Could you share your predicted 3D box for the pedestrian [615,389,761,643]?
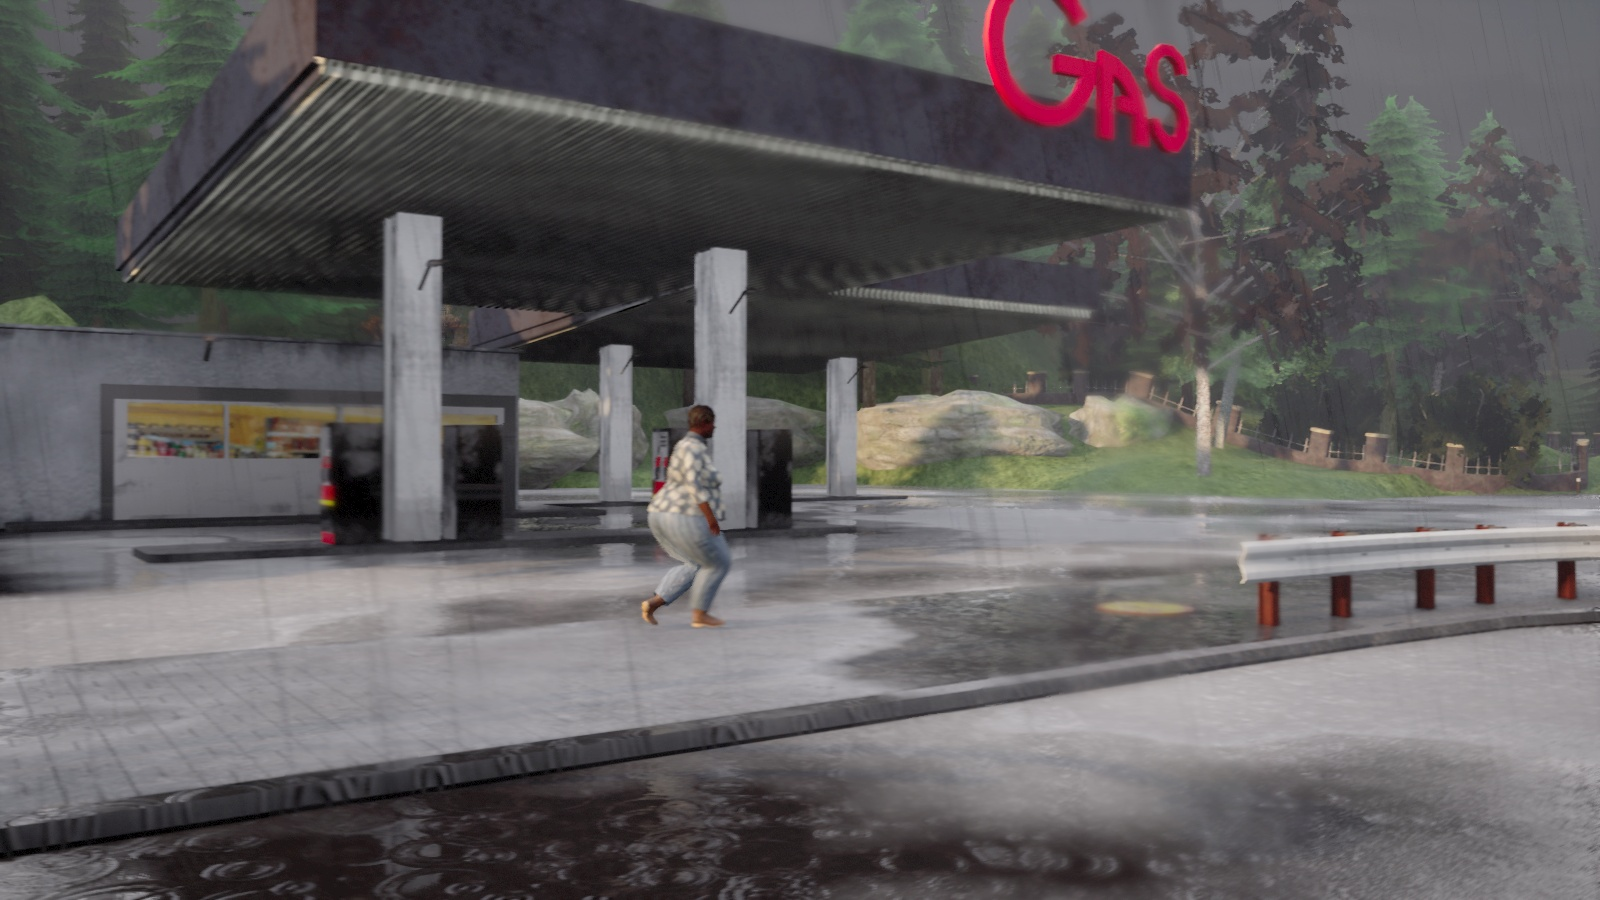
[{"bbox_3d":[-0.881,0.480,9.744,0.900,1.855,0.874,0,0,-23],"label":"pedestrian"}]
